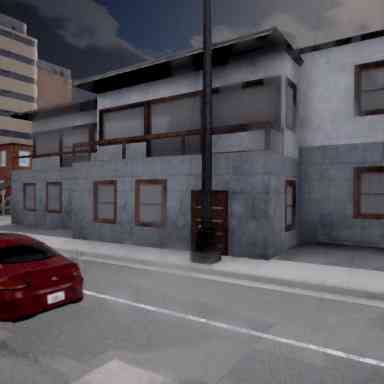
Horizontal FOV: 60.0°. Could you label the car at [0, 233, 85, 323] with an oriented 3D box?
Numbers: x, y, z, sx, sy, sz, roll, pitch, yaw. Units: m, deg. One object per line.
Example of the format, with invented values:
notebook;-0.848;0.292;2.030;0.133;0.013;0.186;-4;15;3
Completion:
car;-4.133;1.562;6.691;4.674;1.442;1.812;0;0;33
